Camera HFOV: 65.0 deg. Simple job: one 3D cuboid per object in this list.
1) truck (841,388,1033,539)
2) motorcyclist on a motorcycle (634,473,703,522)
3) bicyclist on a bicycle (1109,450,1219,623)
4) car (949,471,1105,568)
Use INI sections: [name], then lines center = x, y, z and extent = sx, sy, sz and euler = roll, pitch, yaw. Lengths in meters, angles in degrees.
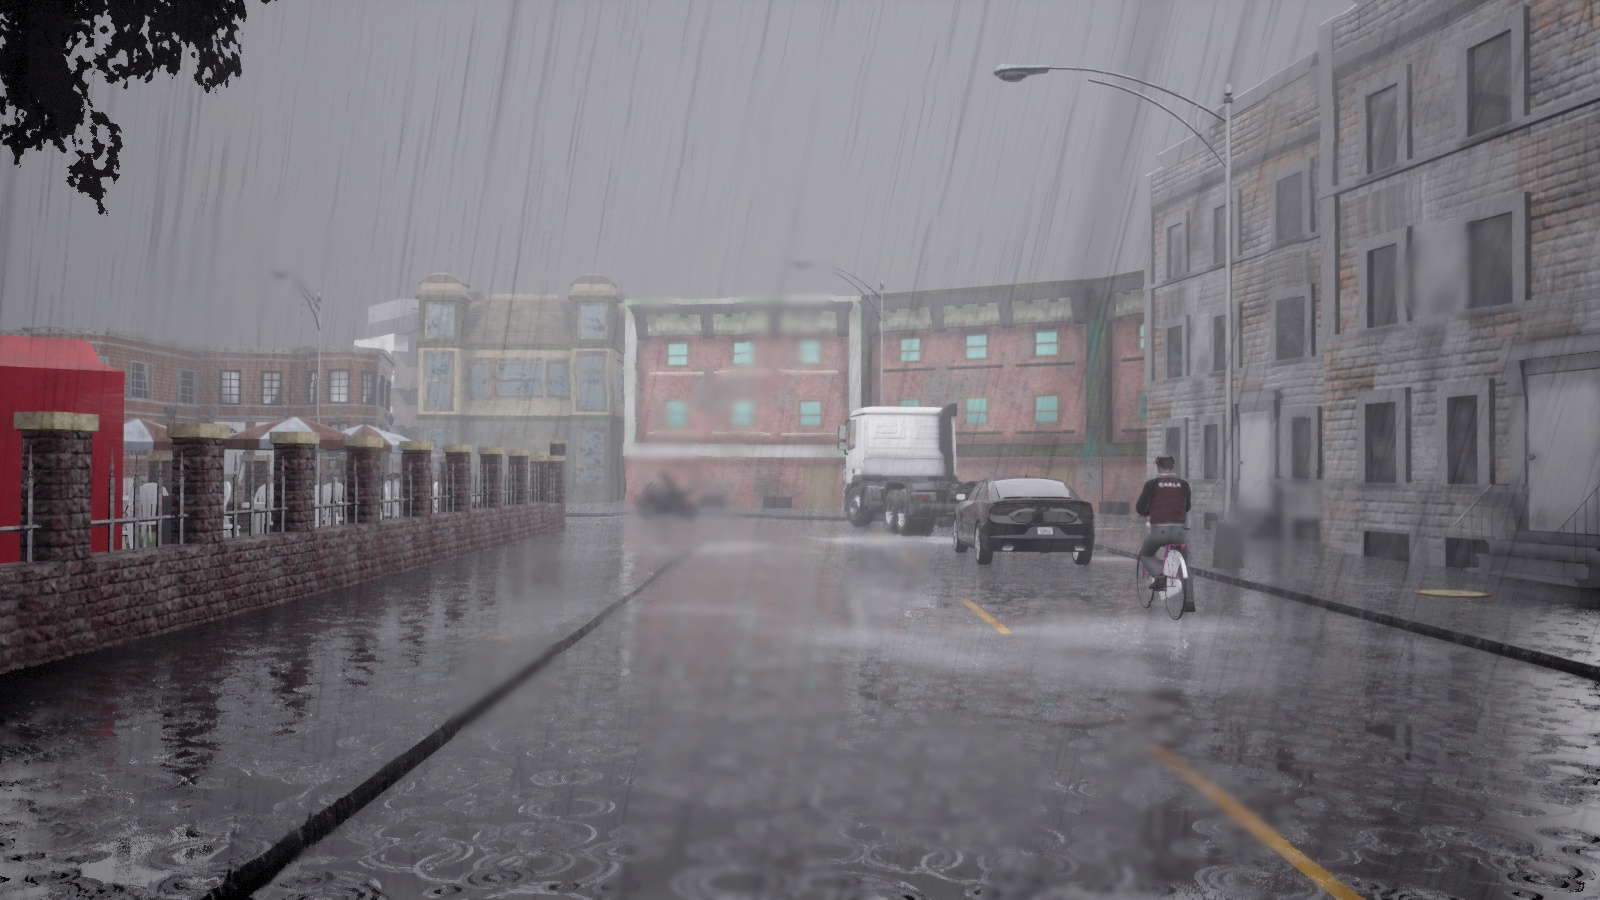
[truck]
center = 3.311, 0.372, 32.900
extent = 2.891, 3.462, 7.936
euler = 0, -1, -10
[motorcyclist on a motorcycle]
center = -4.164, 1.482, 39.784
extent = 2.044, 1.523, 0.797
euler = -1, -1, 17
[bicyclist on a bicycle]
center = 3.961, 0.901, 13.814
extent = 0.659, 1.776, 1.843
euler = 0, -1, 0
[car]
center = 3.937, 1.156, 22.649
extent = 1.882, 1.535, 5.008
euler = 0, -1, 0
